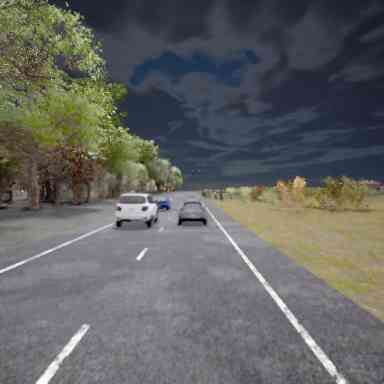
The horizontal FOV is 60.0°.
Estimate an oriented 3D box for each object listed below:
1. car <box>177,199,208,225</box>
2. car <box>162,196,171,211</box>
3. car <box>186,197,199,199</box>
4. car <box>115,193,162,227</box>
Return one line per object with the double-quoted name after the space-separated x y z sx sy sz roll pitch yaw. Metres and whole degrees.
0.024 1.423 23.041 1.994 1.385 4.181 0 0 -1 "car"
-3.439 1.244 37.722 1.882 1.535 5.008 0 1 0 "car"
0.054 1.280 36.580 1.837 1.490 4.892 0 1 1 "car"
-3.493 1.090 21.830 2.150 2.045 5.566 0 1 0 "car"
